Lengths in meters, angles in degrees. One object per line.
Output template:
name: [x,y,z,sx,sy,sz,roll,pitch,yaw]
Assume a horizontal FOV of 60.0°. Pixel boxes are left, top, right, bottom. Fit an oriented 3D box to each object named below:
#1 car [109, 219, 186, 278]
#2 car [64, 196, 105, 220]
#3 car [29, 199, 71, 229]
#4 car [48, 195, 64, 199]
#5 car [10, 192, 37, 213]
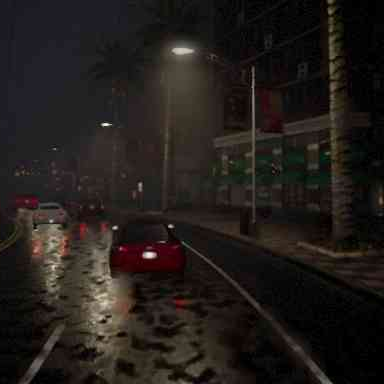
car: [-1.448,1.493,10.075,1.994,1.385,4.181,0,1,-12]
car: [-8.551,1.184,26.767,2.097,1.767,4.553,-1,1,-30]
car: [-8.967,1.404,20.807,1.812,1.442,4.674,0,0,-27]
car: [-15.493,1.130,37.933,2.097,1.767,4.553,-1,1,-33]
car: [-17.616,1.030,34.813,2.150,2.045,5.566,-1,1,-33]
